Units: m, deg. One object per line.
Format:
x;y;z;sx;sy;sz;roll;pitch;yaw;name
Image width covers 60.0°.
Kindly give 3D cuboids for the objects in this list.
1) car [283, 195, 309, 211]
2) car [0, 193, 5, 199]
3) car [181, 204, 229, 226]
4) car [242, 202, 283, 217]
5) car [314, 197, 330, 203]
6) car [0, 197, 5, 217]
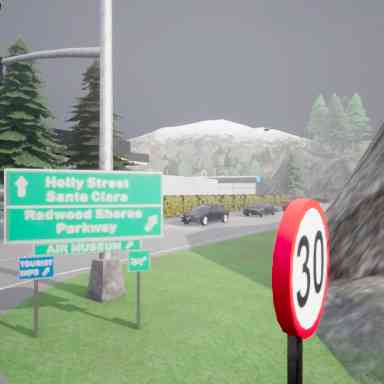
13.466;1.413;42.792;2.150;2.045;5.566;0;0;36;car
-38.508;1.489;69.971;4.514;1.523;2.007;0;0;35;car
1.112;1.696;25.903;1.837;1.490;4.892;0;0;36;car
7.169;1.739;34.222;2.033;1.411;5.357;0;0;36;car
28.344;1.787;74.860;1.895;1.301;4.718;0;0;-42;car
-12.314;1.504;26.023;1.905;1.878;3.866;0;0;35;car
